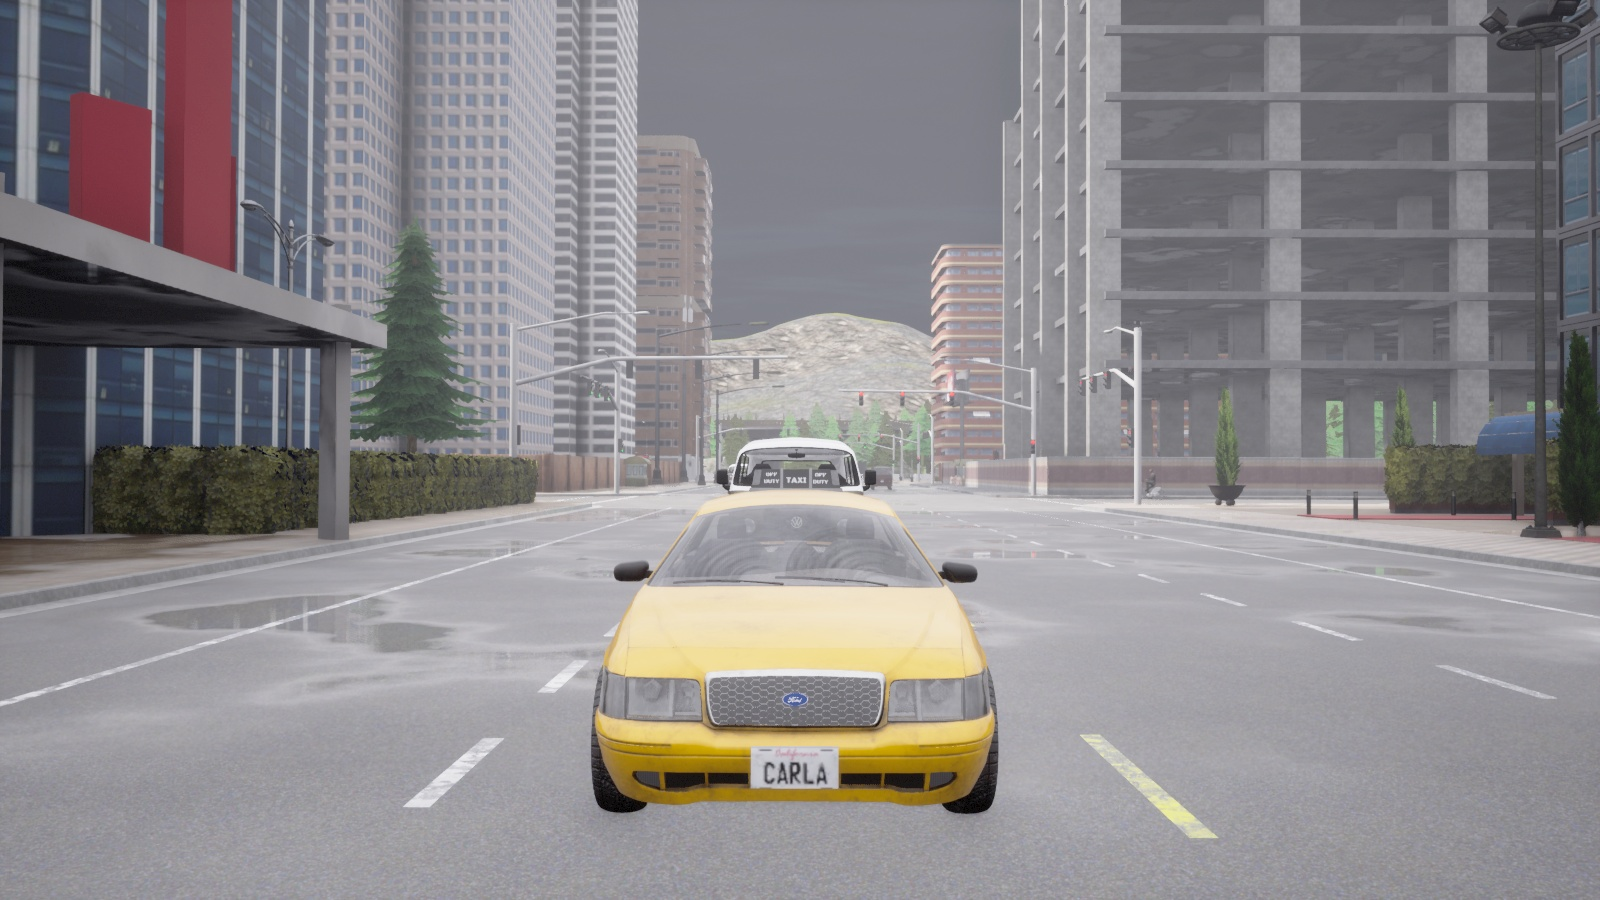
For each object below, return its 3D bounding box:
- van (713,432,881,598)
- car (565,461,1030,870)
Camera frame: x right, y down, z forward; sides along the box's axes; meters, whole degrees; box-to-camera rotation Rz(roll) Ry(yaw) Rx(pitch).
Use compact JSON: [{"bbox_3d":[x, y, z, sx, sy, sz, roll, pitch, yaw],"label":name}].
[{"bbox_3d":[-0.046,0.836,17.761,2.069,2.038,4.480,0,-1,0],"label":"van"},{"bbox_3d":[-0.019,0.880,7.559,1.801,1.575,5.366,0,-1,0],"label":"car"}]
